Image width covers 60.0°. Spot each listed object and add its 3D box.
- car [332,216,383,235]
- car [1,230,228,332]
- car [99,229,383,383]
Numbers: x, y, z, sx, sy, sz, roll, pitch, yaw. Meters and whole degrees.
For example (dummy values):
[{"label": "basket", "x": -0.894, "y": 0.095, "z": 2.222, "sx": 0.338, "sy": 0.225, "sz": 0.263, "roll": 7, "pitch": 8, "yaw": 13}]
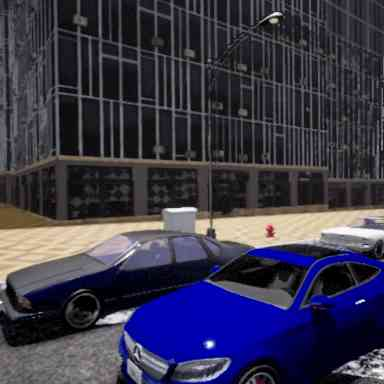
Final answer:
[{"label": "car", "x": 6.909, "y": 1.594, "z": 12.576, "sx": 4.718, "sy": 1.301, "sz": 1.895, "roll": 0, "pitch": 0, "yaw": -35}, {"label": "car", "x": -0.901, "y": 1.544, "z": 7.015, "sx": 5.357, "sy": 1.411, "sz": 2.033, "roll": 0, "pitch": 0, "yaw": -35}, {"label": "car", "x": 1.334, "y": 1.522, "z": 4.623, "sx": 4.674, "sy": 1.442, "sz": 1.812, "roll": 0, "pitch": 0, "yaw": -35}]
